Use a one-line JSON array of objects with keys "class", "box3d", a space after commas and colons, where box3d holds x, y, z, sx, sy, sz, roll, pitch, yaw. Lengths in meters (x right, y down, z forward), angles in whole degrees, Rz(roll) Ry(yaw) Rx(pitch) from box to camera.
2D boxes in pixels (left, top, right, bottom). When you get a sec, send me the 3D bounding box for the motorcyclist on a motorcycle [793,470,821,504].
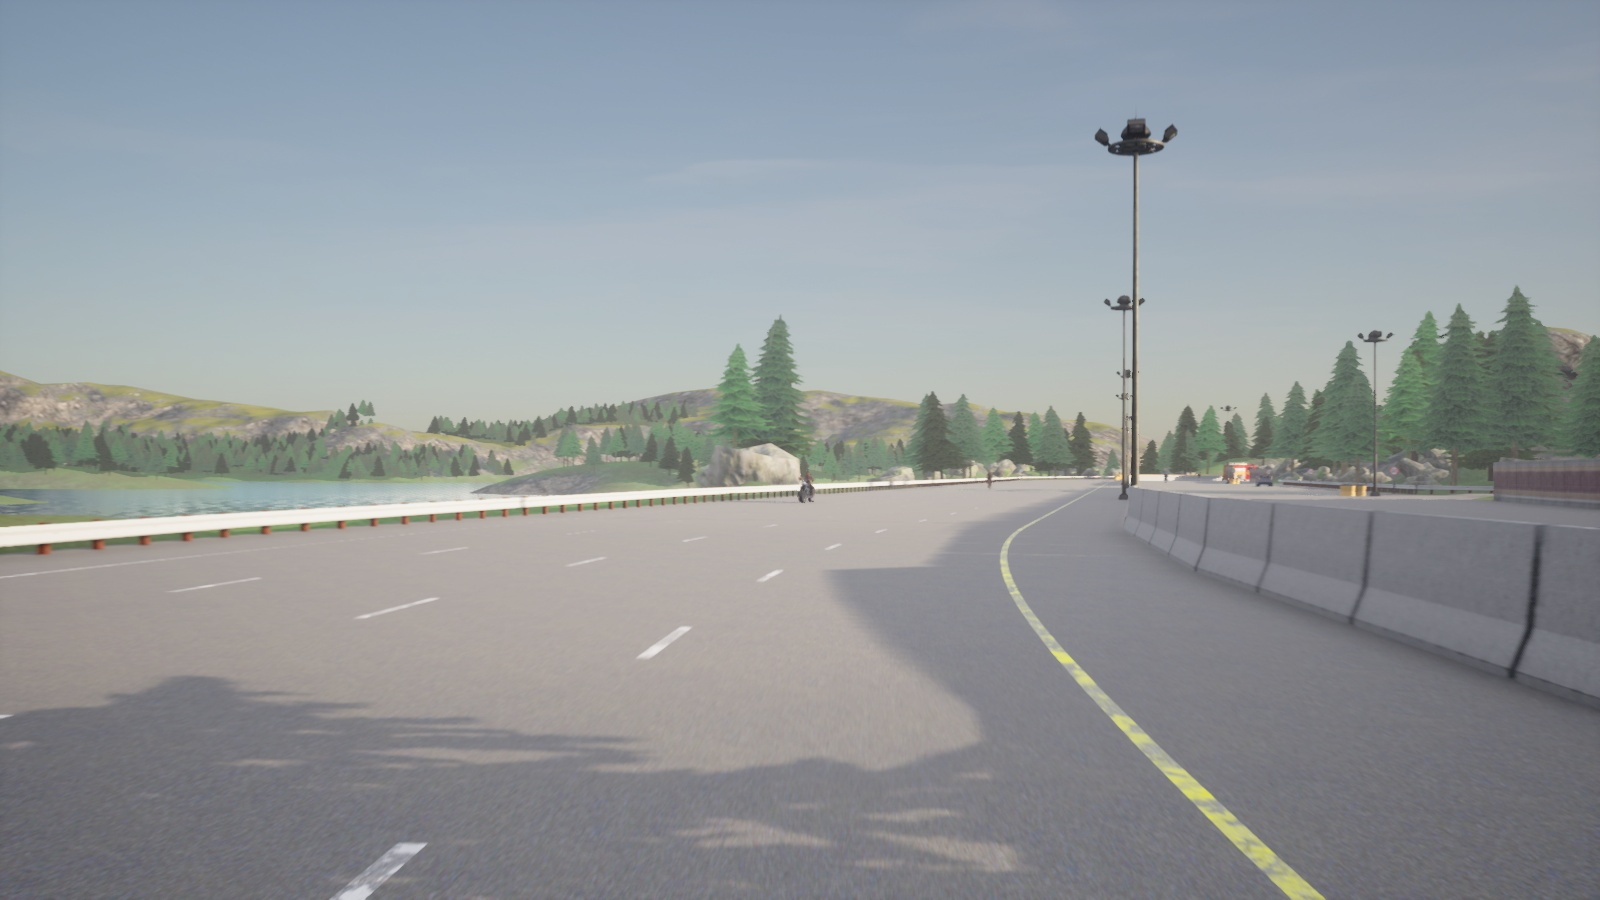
[{"class": "motorcyclist on a motorcycle", "box3d": [0.358, 1.784, 61.098, 0.766, 1.649, 2.350, 0, -1, 15]}]
